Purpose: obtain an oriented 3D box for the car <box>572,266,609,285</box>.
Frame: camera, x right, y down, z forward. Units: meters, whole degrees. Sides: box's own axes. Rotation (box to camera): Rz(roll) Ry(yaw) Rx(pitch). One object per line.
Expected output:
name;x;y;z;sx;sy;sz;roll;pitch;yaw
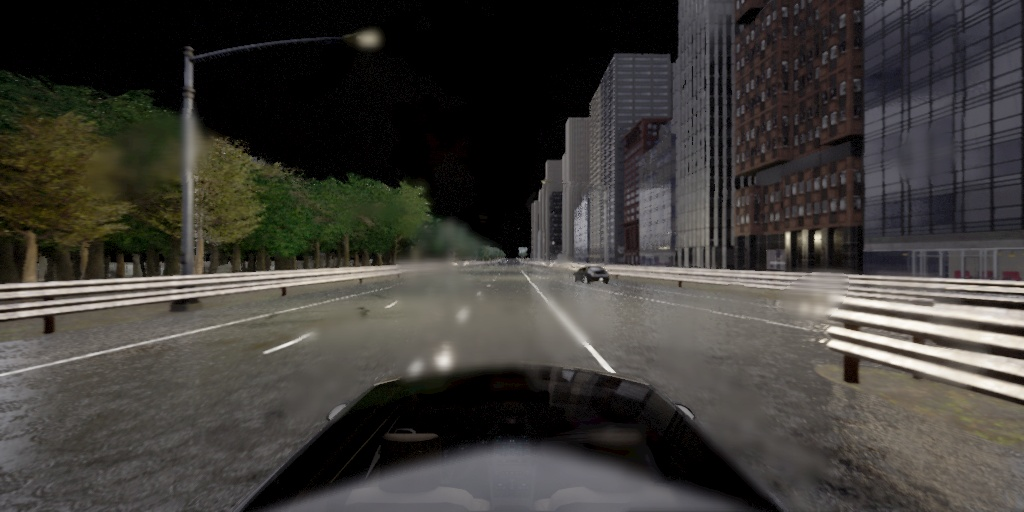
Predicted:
car;6.542;1.589;30.194;1.837;1.490;4.892;0;-1;-9
